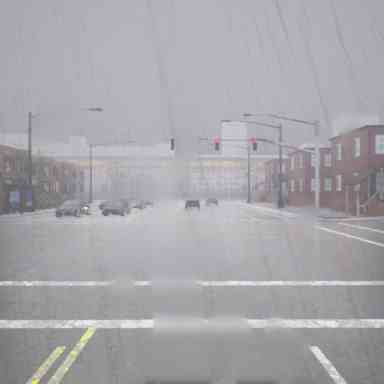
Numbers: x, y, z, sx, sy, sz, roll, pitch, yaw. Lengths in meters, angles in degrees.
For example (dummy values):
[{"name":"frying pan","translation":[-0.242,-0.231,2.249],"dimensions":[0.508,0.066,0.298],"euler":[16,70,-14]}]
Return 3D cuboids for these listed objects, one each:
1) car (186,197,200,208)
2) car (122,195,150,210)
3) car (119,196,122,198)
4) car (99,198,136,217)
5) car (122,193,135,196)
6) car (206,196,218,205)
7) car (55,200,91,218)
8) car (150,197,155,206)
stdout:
[{"name":"car","translation":[0.086,1.477,47.146],"dimensions":[1.882,1.535,5.008],"euler":[0,0,0]},{"name":"car","translation":[-7.103,1.491,42.604],"dimensions":[2.128,1.511,4.902],"euler":[0,0,0]},{"name":"car","translation":[-10.605,1.547,43.480],"dimensions":[2.033,1.411,5.357],"euler":[0,0,0]},{"name":"car","translation":[-7.089,1.548,31.734],"dimensions":[2.033,1.411,5.357],"euler":[0,0,0]},{"name":"car","translation":[-10.602,1.221,54.777],"dimensions":[2.150,2.045,5.566],"euler":[0,0,-1]},{"name":"car","translation":[3.480,1.505,58.473],"dimensions":[1.837,1.490,4.892],"euler":[0,0,0]},{"name":"car","translation":[-10.657,1.504,30.082],"dimensions":[1.837,1.490,4.892],"euler":[0,0,1]},{"name":"car","translation":[-7.094,1.505,54.082],"dimensions":[1.837,1.490,4.892],"euler":[0,0,0]}]
